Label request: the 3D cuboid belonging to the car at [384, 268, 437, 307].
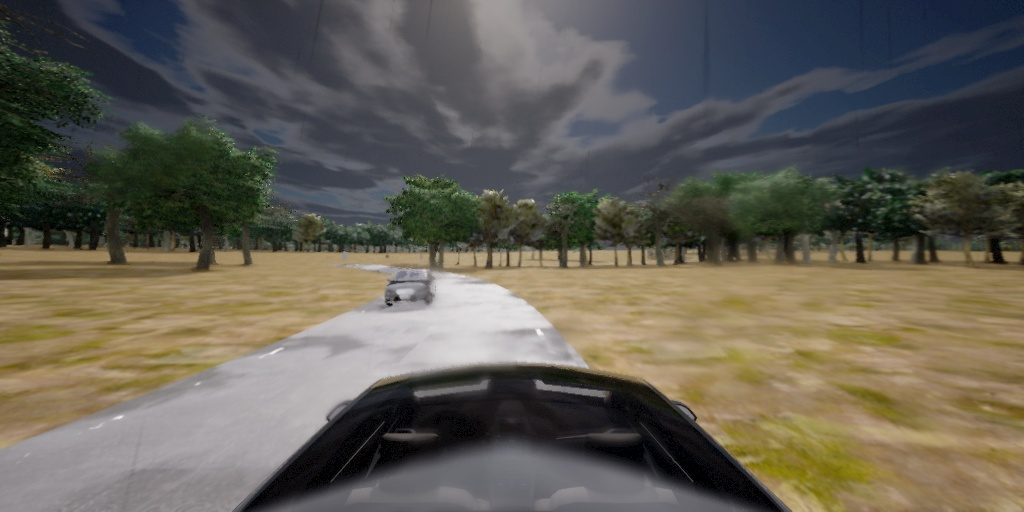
[{"bbox_3d":[-4.530,1.344,16.503,2.128,1.511,4.902,-1,0,-8],"label":"car"}]
